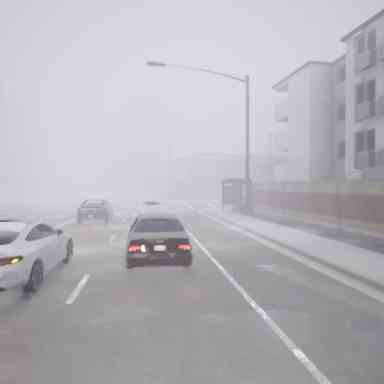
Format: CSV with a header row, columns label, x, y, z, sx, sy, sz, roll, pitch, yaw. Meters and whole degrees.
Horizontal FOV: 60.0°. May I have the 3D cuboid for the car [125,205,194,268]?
label,x,y,z,sx,sy,sz,roll,pitch,yaw
car,-1.101,1.376,10.612,2.033,1.411,5.357,0,1,-7

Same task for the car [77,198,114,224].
label,x,y,z,sx,sy,sz,roll,pitch,yaw
car,-6.136,1.156,21.430,2.128,1.511,4.902,0,1,-8

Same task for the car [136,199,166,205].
label,x,y,z,sx,sy,sz,roll,pitch,yaw
car,-2.743,1.167,22.386,1.812,1.442,4.674,0,1,-8

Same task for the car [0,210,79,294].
label,x,y,z,sx,sy,sz,roll,pitch,yaw
car,-4.337,1.402,8.237,1.812,1.442,4.674,0,1,-7
